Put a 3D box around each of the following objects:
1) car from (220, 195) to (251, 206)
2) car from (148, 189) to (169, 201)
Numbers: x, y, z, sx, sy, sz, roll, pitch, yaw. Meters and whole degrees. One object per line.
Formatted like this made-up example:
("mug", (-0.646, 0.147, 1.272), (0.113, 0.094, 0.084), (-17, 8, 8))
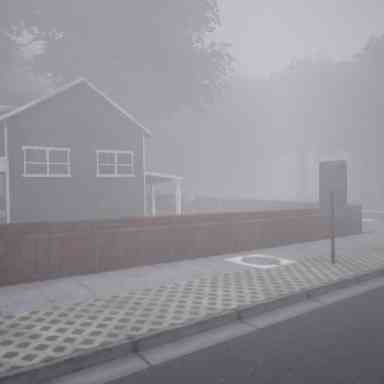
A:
("car", (4.930, 1.042, 34.869), (2.128, 1.511, 4.902), (-2, 2, -36))
("car", (-5.112, 0.423, 48.899), (2.097, 1.767, 4.553), (-2, 3, -35))
